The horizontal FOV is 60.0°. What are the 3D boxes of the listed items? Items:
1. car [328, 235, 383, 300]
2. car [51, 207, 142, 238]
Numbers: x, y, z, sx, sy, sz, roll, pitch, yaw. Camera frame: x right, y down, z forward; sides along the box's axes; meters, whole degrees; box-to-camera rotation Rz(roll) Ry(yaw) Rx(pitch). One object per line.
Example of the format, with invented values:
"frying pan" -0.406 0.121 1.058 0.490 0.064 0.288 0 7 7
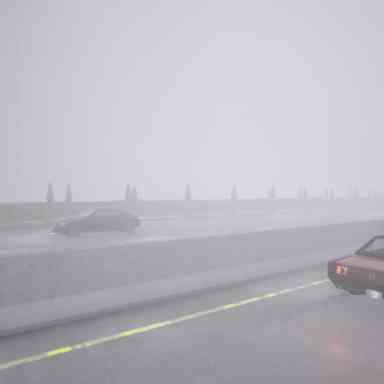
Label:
"car" 5.182 1.602 7.442 4.718 1.301 1.895 0 0 -35
"car" -4.953 1.528 17.655 4.674 1.442 1.812 0 0 -35
